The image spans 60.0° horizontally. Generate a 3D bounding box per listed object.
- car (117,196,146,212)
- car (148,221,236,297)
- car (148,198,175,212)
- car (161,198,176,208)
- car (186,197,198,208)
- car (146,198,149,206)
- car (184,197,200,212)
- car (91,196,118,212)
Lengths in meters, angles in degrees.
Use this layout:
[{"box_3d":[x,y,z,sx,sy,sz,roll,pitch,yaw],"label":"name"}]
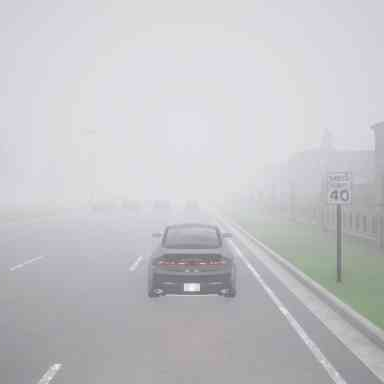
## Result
[{"box_3d":[-7.001,1.477,39.148,1.882,1.535,5.008,0,0,0],"label":"car"},{"box_3d":[0.000,1.504,8.535,1.837,1.490,4.892,0,0,0],"label":"car"},{"box_3d":[-3.501,1.491,39.148,2.128,1.511,4.902,0,0,0],"label":"car"},{"box_3d":[-3.501,1.601,49.622,1.895,1.301,4.718,0,0,0],"label":"car"},{"box_3d":[-0.002,1.526,49.568,1.812,1.442,4.674,0,0,0],"label":"car"},{"box_3d":[-7.002,1.564,49.568,1.994,1.385,4.181,0,0,0],"label":"car"},{"box_3d":[-0.001,1.547,39.148,2.033,1.411,5.357,0,0,0],"label":"car"},{"box_3d":[-10.501,1.564,39.531,1.994,1.385,4.181,0,0,0],"label":"car"}]
